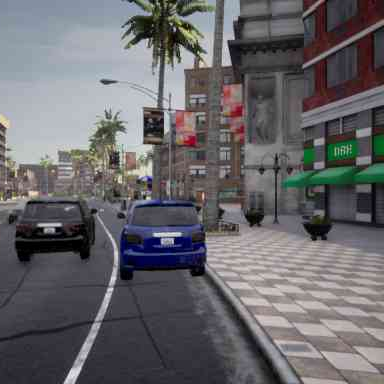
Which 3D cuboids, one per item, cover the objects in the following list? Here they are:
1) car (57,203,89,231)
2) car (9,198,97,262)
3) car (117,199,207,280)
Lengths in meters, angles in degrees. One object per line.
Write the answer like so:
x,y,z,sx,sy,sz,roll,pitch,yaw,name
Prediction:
-7.705,1.519,21.824,1.812,1.442,4.674,0,0,-17,car
-4.817,1.217,12.369,2.150,2.045,5.566,0,0,-14,car
-1.082,1.219,10.223,2.150,2.045,5.566,0,0,-11,car
